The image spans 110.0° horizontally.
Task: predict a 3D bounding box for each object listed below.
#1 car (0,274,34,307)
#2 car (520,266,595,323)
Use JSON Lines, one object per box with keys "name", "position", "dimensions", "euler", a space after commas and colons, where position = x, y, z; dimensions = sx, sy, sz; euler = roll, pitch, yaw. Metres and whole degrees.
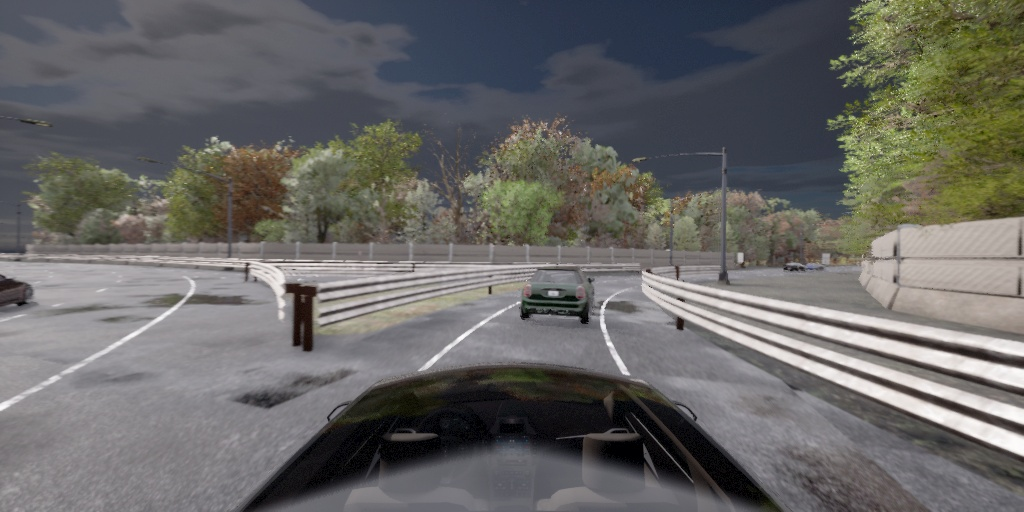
{"name": "car", "position": [-17.564, 1.107, 11.425], "dimensions": [1.994, 1.385, 4.181], "euler": [1, 0, -37]}
{"name": "car", "position": [1.764, 1.126, 12.582], "dimensions": [2.097, 1.767, 4.553], "euler": [1, 0, 15]}
